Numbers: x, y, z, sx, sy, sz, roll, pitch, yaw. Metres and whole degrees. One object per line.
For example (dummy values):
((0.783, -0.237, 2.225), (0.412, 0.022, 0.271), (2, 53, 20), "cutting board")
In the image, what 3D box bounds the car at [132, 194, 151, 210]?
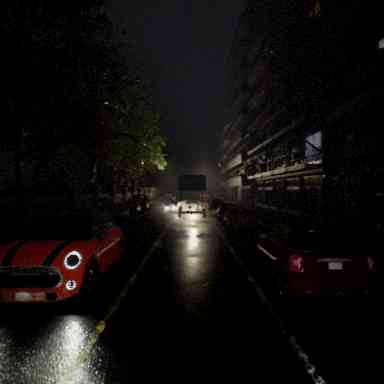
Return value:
((-5.701, 1.152, 36.326), (2.192, 1.841, 5.009), (0, 0, 0), "car")

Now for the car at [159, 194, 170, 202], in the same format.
((-5.712, 1.154, 70.107), (1.967, 1.590, 4.097), (0, 0, 0), "car")

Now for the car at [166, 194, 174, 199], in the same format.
((-5.717, 1.212, 86.997), (2.008, 1.369, 4.403), (0, 0, 0), "car")

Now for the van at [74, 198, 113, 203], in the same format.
((-5.696, 1.249, 19.433), (1.690, 1.788, 3.998), (0, 0, 0), "van")

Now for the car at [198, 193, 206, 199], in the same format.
((2.663, 1.102, 87.000), (1.967, 1.590, 4.097), (0, 0, 0), "car")

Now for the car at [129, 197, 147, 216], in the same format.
((-5.700, 1.405, 30.695), (1.887, 1.381, 4.507), (0, 0, 0), "car")

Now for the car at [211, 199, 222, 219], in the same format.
((2.683, 1.467, 25.068), (1.802, 1.307, 4.206), (0, 0, 0), "car")

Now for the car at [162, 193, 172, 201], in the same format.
((-5.714, 1.136, 75.735), (1.967, 1.590, 4.097), (0, 0, 0), "car")

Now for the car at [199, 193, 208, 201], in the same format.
((2.667, 1.137, 75.739), (1.967, 1.590, 4.097), (0, 0, 0), "car")

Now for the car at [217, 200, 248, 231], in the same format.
((2.685, 1.434, 19.607), (1.752, 1.417, 4.829), (0, 0, 0), "car")

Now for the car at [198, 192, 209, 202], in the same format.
((2.671, 1.278, 64.480), (1.887, 1.381, 4.507), (0, 0, 0), "car")

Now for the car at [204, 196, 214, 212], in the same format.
((2.679, 1.404, 36.330), (1.947, 1.339, 4.313), (0, 0, 0), "car")

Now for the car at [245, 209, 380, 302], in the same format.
((2.688, 1.400, 8.176), (1.967, 1.590, 4.097), (0, 0, 0), "car")

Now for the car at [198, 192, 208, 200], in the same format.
((2.664, 0.994, 81.369), (2.192, 1.841, 5.009), (0, 0, 0), "car")

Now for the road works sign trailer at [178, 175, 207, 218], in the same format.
((-0.008, 0.336, 28.084), (2.380, 3.560, 2.880), (0, 0, 0), "road works sign trailer")

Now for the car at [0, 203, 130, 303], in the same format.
((-3.102, 1.311, 8.339), (2.097, 1.767, 4.553), (0, 0, 0), "car")

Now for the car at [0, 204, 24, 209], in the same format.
((-5.692, 1.274, 8.173), (2.192, 1.841, 5.009), (0, 0, 0), "car")

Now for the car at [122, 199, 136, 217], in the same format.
((-5.698, 1.466, 25.064), (1.802, 1.307, 4.206), (0, 0, 0), "car")

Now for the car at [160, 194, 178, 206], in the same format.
((-3.095, 1.275, 49.777), (2.128, 1.511, 4.902), (0, 0, 0), "car")
